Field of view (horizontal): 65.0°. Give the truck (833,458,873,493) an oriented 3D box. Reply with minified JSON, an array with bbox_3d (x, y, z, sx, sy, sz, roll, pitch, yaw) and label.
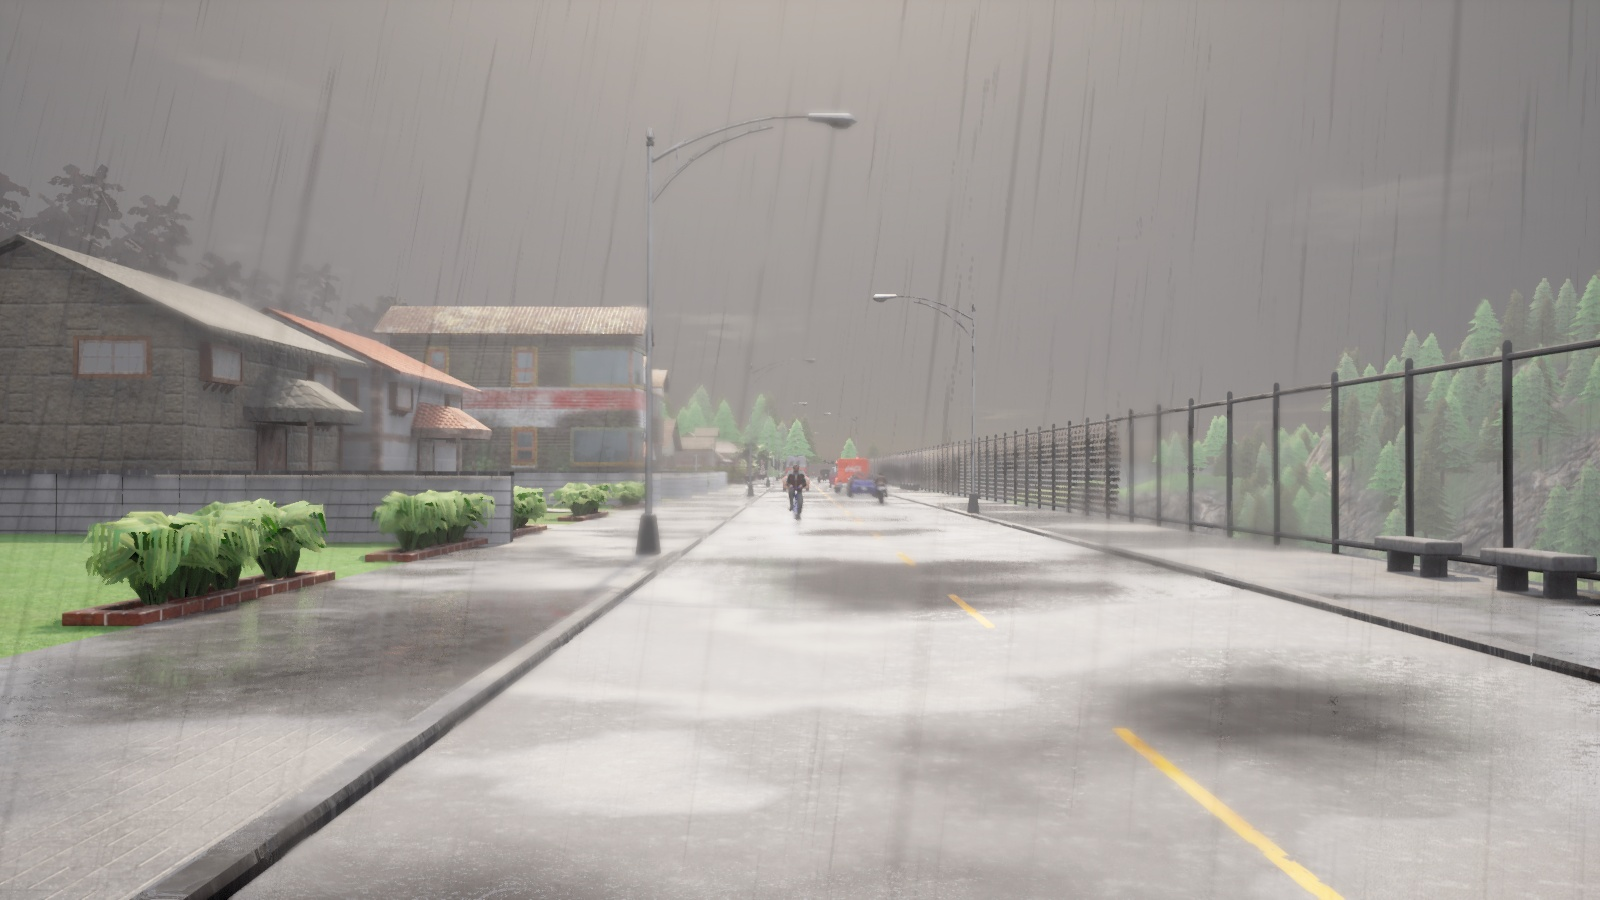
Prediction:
[{"bbox_3d":[3.738,1.818,89.852,2.627,2.467,5.204,0,-1,0],"label":"truck"}]

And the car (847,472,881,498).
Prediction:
[{"bbox_3d":[3.783,2.072,75.178,1.816,1.474,4.193,0,-1,0],"label":"car"}]

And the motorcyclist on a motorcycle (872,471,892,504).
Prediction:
[{"bbox_3d":[3.829,1.771,59.096,0.797,1.523,2.044,0,-1,0],"label":"motorcyclist on a motorcycle"}]
